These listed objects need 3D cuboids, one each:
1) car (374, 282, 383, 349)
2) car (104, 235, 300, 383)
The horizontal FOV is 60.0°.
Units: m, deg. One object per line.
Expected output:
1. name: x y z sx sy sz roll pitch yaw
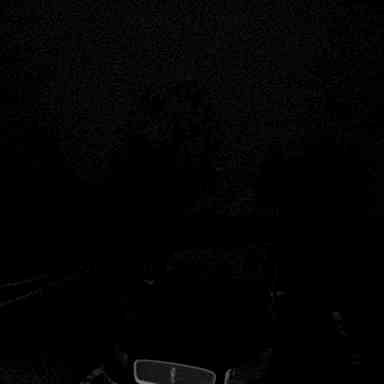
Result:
1. car: 3.234 1.482 3.188 2.231 1.521 4.892 0 -1 16
2. car: 0.478 1.497 5.169 2.231 1.521 4.892 0 -1 16
